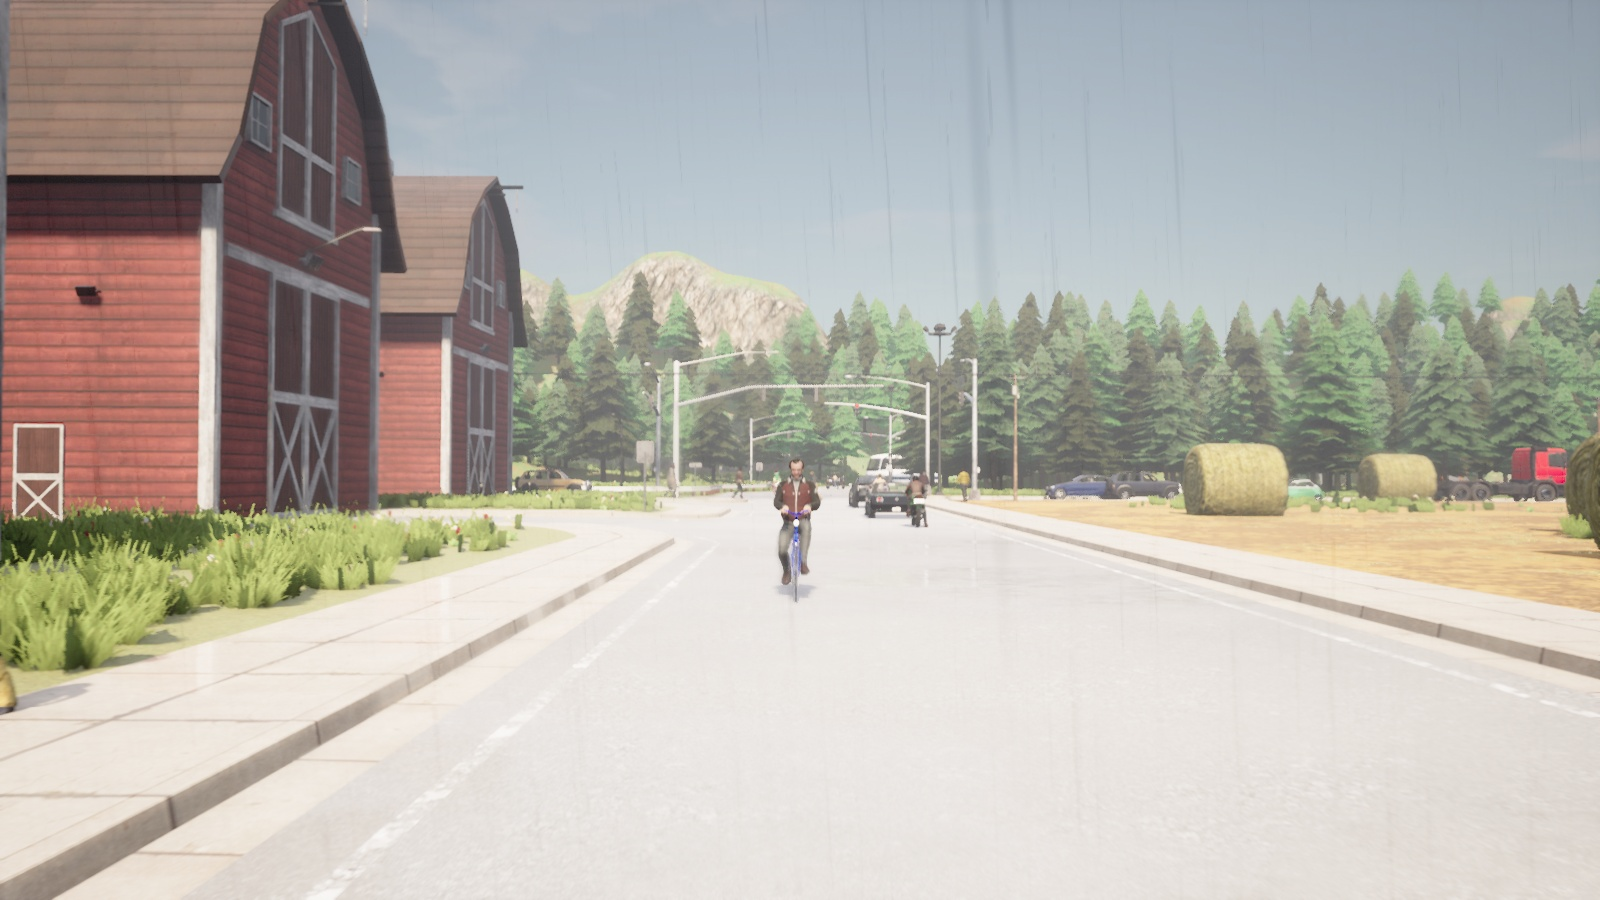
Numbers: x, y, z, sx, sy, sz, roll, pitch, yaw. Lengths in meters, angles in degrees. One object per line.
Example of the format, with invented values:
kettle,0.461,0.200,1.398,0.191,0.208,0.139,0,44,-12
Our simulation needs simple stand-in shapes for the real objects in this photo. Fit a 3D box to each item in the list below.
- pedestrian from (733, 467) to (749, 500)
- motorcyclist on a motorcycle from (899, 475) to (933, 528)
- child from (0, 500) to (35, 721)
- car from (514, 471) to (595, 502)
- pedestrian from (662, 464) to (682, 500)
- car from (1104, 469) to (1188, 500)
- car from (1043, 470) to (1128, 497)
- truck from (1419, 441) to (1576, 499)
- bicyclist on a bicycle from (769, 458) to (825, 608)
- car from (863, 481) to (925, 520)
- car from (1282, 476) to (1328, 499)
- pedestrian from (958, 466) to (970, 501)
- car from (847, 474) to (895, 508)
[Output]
pedestrian,-3.280,1.872,69.762,0.869,1.805,0.328,0,-1,-26
motorcyclist on a motorcycle,3.412,1.498,37.042,0.797,1.523,2.044,0,-1,0
child,-4.722,0.924,7.260,0.270,1.263,0.437,0,-1,13
car,-15.098,2.255,77.528,4.605,1.855,1.932,0,-1,1
pedestrian,-6.888,1.724,67.483,0.873,1.952,0.659,0,-1,-26
car,21.181,2.098,76.961,4.605,1.855,1.932,0,-1,1
car,18.265,2.142,80.508,5.027,1.651,2.152,0,-1,1
truck,42.475,1.207,76.646,7.936,3.462,2.891,0,-1,1
bicyclist on a bicycle,-0.039,1.002,15.766,0.659,1.776,1.843,0,-1,0
car,3.386,1.816,46.038,1.895,1.301,4.718,0,-1,0
car,30.848,2.294,76.807,2.207,1.376,1.481,-1,-1,1
pedestrian,8.534,1.739,65.394,0.431,1.840,0.709,0,-1,-6
car,3.354,1.931,59.818,2.007,1.525,4.514,0,-1,0
